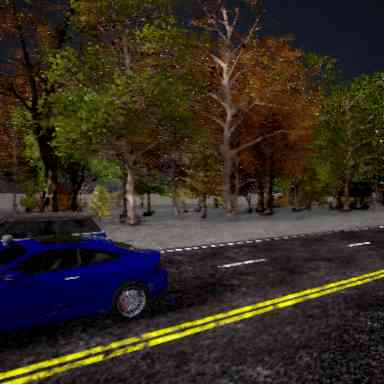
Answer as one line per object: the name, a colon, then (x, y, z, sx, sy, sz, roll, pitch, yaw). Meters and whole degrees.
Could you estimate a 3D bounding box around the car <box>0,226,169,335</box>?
car: (-2.618, 1.532, 5.810, 4.674, 1.442, 1.812, 0, 0, -35)

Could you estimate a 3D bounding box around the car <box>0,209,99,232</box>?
car: (-4.371, 1.359, 8.551, 4.553, 1.767, 2.097, 0, 0, -35)
